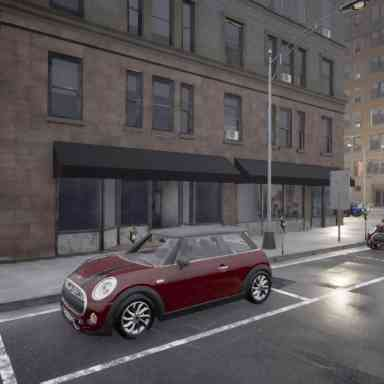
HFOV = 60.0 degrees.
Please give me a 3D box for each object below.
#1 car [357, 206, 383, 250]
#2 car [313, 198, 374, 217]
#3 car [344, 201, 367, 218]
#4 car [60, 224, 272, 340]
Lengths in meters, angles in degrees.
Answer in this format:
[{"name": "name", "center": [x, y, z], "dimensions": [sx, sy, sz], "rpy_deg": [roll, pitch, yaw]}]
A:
[{"name": "car", "center": [8.561, 1.445, 12.898], "dimensions": [4.097, 1.590, 1.967], "rpy_deg": [0, 0, -36]}, {"name": "car", "center": [14.511, 1.416, 32.070], "dimensions": [2.128, 1.511, 4.902], "rpy_deg": [1, 0, -36]}, {"name": "car", "center": [12.382, 1.123, 29.475], "dimensions": [2.150, 2.045, 5.566], "rpy_deg": [1, 0, -36]}, {"name": "car", "center": [-0.370, 1.441, 6.500], "dimensions": [4.097, 1.590, 1.967], "rpy_deg": [0, 0, -36]}]
